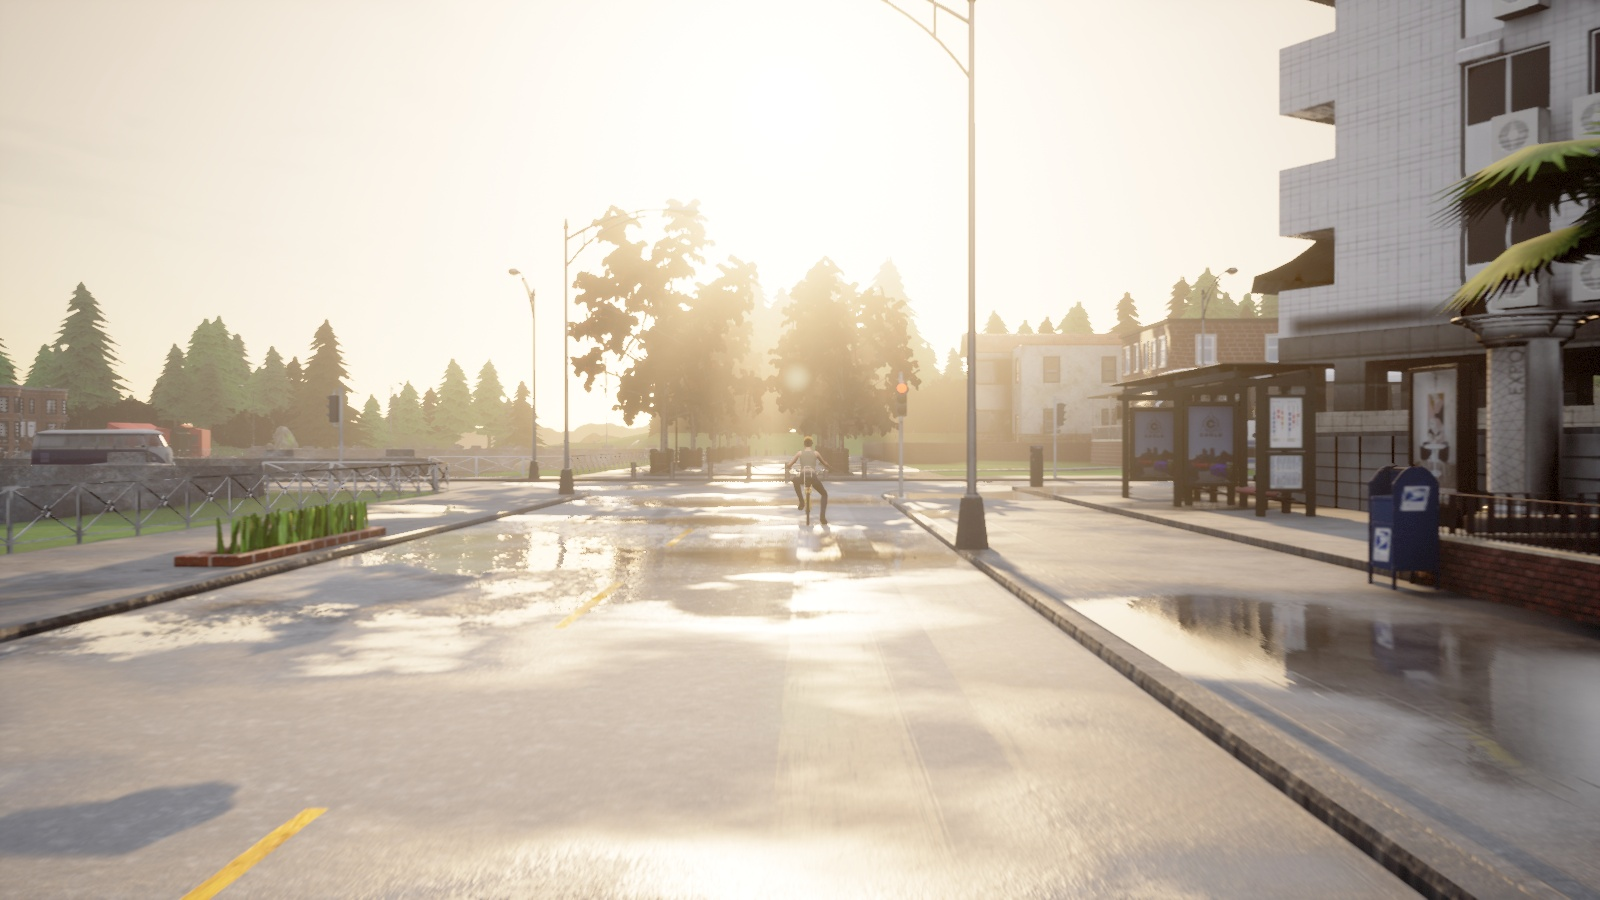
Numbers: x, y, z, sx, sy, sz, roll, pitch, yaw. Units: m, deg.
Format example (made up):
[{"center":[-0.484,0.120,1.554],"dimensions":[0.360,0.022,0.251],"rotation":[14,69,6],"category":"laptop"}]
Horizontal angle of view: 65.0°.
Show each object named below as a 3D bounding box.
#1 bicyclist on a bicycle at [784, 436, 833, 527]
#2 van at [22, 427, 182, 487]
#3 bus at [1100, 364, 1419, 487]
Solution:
[{"center":[0.147,0.554,22.945],"dimensions":[0.866,1.612,1.509],"rotation":[0,0,0],"category":"bicyclist on a bicycle"},{"center":[-23.650,0.240,42.643],"dimensions":[4.442,1.987,1.775],"rotation":[0,0,0],"category":"van"},{"center":[16.675,-0.877,46.283],"dimensions":[10.273,4.253,3.944],"rotation":[1,0,2],"category":"bus"}]
